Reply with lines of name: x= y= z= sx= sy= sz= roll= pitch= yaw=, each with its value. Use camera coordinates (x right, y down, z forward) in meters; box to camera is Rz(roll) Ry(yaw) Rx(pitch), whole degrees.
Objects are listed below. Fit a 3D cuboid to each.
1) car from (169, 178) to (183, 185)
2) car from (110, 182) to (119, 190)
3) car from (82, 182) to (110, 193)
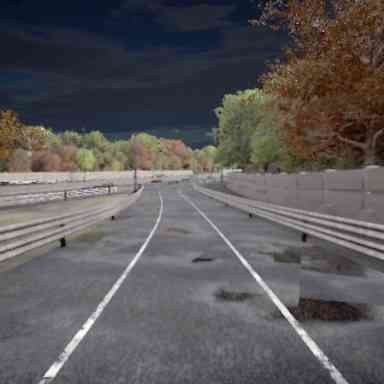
car: x=-4.713 y=-2.775 z=90.570 sx=1.994 sy=1.385 sz=4.181 roll=1 pitch=4 yaw=20
car: x=-16.590 y=-1.177 z=67.573 sx=1.837 sy=1.490 sz=4.892 roll=1 pitch=4 yaw=19
car: x=-16.673 y=-0.454 z=56.768 sx=1.882 sy=1.535 sz=5.008 roll=1 pitch=4 yaw=19
